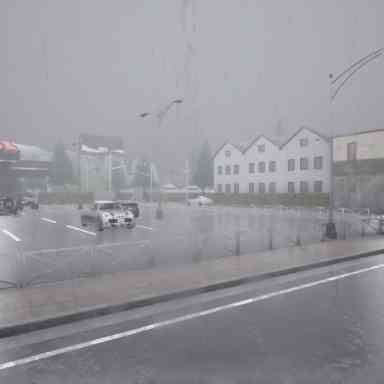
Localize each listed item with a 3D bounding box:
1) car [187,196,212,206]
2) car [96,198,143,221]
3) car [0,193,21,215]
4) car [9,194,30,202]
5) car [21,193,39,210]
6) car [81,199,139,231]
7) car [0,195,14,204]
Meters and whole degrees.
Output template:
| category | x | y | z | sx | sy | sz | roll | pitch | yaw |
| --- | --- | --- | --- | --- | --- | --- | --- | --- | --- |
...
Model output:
| category | x | y | z | sx | sy | sz | roll | pitch | yaw |
| --- | --- | --- | --- | --- | --- | --- | --- | --- | --- |
| car | 1.137 | 1.349 | 49.282 | 1.812 | 1.442 | 4.674 | 0 | 0 | -35 |
| car | -5.800 | 1.313 | 26.193 | 2.007 | 1.523 | 4.514 | 0 | 0 | -36 |
| car | -17.266 | 1.113 | 30.307 | 1.932 | 1.855 | 4.605 | 0 | 0 | -36 |
| car | -38.233 | 1.328 | 73.739 | 3.866 | 1.878 | 1.905 | 0 | 0 | -36 |
| car | -19.163 | 1.092 | 38.620 | 1.905 | 1.878 | 3.866 | 0 | 0 | -36 |
| car | -4.685 | 1.248 | 18.327 | 1.970 | 1.475 | 3.806 | 0 | 0 | -36 |
| car | -38.474 | 1.495 | 66.610 | 4.611 | 1.667 | 2.242 | 0 | 0 | -36 |
